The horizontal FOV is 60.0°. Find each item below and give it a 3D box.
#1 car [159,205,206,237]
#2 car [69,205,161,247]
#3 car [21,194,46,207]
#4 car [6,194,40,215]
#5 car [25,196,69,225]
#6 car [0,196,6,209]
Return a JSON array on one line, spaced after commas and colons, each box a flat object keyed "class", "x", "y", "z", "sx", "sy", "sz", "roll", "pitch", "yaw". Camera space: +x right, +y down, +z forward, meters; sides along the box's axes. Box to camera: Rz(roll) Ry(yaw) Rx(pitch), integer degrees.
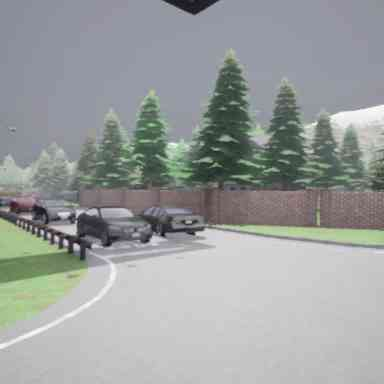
[{"class": "car", "x": -1.337, "y": 1.329, "z": 16.513, "sx": 2.033, "sy": 1.411, "sz": 5.357, "roll": 0, "pitch": 0, "yaw": -29}, {"class": "car", "x": -3.402, "y": 1.293, "z": 13.925, "sx": 1.812, "sy": 1.442, "sz": 4.674, "roll": 0, "pitch": 0, "yaw": -36}, {"class": "car", "x": -20.944, "y": 1.049, "z": 43.801, "sx": 2.128, "sy": 1.511, "sz": 4.902, "roll": 0, "pitch": 0, "yaw": -37}, {"class": "car", "x": -14.508, "y": 1.118, "z": 28.912, "sx": 1.882, "sy": 1.535, "sz": 5.008, "roll": 0, "pitch": 0, "yaw": -37}, {"class": "car", "x": -8.856, "y": 1.197, "z": 21.278, "sx": 2.128, "sy": 1.511, "sz": 4.902, "roll": 0, "pitch": 0, "yaw": -36}, {"class": "car", "x": -20.757, "y": 1.133, "z": 37.385, "sx": 1.994, "sy": 1.385, "sz": 4.181, "roll": 0, "pitch": 0, "yaw": -36}]
